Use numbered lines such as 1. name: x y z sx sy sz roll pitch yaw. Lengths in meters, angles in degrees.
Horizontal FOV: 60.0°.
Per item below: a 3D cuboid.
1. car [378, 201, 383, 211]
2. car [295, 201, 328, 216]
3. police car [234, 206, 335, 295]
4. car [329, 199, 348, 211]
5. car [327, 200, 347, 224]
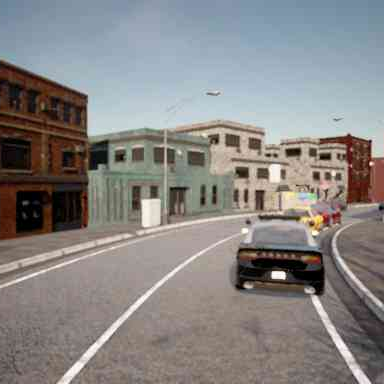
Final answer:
1. car: 24.094 1.579 40.151 4.181 1.385 1.994 0 1 -44
2. car: 5.818 1.421 17.679 1.801 1.575 5.366 1 0 28
3. police car: 2.335 1.402 8.939 1.930 1.638 5.238 0 0 15
4. car: 15.699 1.493 36.894 1.994 1.385 4.181 1 1 45
5. car: 8.716 1.496 22.268 1.812 1.442 4.674 1 1 36
